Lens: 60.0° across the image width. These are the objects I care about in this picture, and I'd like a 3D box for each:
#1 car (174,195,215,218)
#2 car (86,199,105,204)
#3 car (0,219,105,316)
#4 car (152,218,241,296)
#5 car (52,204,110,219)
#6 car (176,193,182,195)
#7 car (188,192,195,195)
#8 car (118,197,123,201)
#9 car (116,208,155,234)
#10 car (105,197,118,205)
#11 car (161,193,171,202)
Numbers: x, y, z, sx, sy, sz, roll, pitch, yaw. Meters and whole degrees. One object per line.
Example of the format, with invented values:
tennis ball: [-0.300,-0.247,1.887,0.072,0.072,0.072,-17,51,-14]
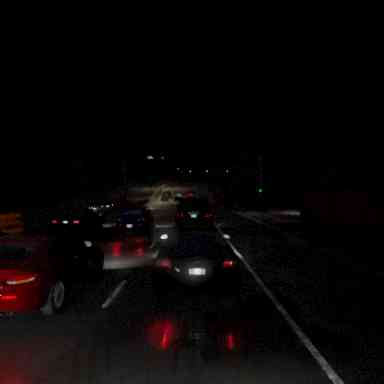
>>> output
car: [0.215,1.376,20.266,2.150,2.045,5.566,0,0,2]
car: [-17.587,1.957,59.587,1.837,1.490,4.892,0,0,0]
car: [-3.409,1.584,7.519,1.812,1.442,4.674,0,0,0]
car: [0.098,1.633,8.885,1.994,1.385,4.181,0,0,0]
car: [-6.910,1.705,20.611,2.033,1.411,5.357,0,0,0]
car: [-3.641,1.726,86.547,1.812,1.442,4.674,0,3,0]
car: [-0.143,1.658,86.955,1.882,1.535,5.008,0,3,0]
car: [-17.599,1.937,79.579,1.882,1.535,5.008,0,1,0]
car: [-3.405,1.681,20.379,1.812,1.442,4.674,0,-1,0]
car: [-17.542,2.067,69.488,2.033,1.411,5.357,0,0,0]
car: [-7.140,1.726,86.526,1.812,1.442,4.674,0,3,0]
